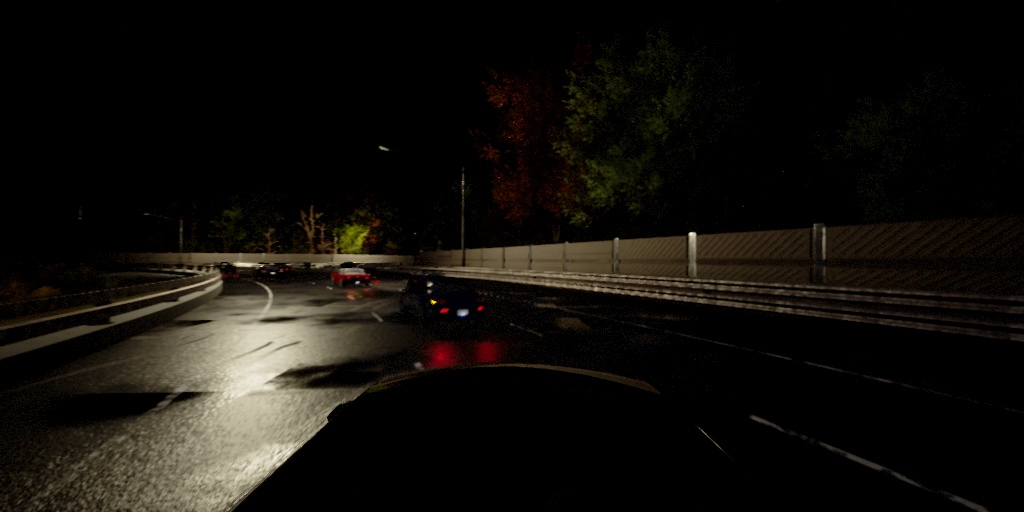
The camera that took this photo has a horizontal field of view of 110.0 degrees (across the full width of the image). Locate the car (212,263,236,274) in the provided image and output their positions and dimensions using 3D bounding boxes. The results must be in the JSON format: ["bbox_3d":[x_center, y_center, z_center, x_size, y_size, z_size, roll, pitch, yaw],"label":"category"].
[{"bbox_3d":[-38.272,1.620,47.489,4.902,1.511,2.128,0,-1,36],"label":"car"}]

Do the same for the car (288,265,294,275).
[{"bbox_3d":[-29.105,1.695,44.897,5.357,1.411,2.033,0,-1,40],"label":"car"}]

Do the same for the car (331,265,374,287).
[{"bbox_3d":[-12.377,1.615,27.371,1.895,1.301,4.718,1,-1,-37],"label":"car"}]

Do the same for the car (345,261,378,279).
[{"bbox_3d":[-15.651,1.624,37.807,2.128,1.511,4.902,1,-1,-37],"label":"car"}]

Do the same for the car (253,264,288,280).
[{"bbox_3d":[-24.035,1.616,35.403,1.994,1.385,4.181,1,-1,-44],"label":"car"}]

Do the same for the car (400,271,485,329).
[{"bbox_3d":[-2.409,1.394,11.814,1.812,1.442,4.674,1,-1,-28],"label":"car"}]

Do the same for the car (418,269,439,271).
[{"bbox_3d":[-5.586,1.569,23.675,1.994,1.385,4.181,1,-1,-34],"label":"car"}]
